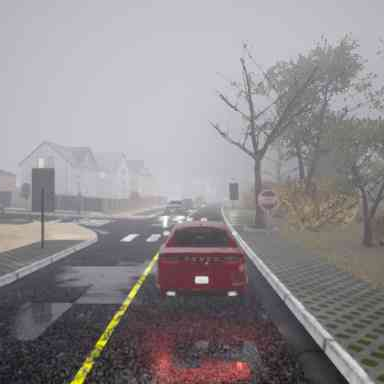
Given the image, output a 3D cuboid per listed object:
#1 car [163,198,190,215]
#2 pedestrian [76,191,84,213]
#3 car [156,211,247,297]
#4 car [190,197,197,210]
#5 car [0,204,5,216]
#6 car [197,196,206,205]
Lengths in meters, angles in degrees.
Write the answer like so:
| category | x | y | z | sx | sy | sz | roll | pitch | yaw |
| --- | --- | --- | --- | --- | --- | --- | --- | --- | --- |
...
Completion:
| category | x | y | z | sx | sy | sz | roll | pitch | yaw |
| --- | --- | --- | --- | --- | --- | --- | --- | --- | --- |
| car | -1.624 | 1.577 | 34.303 | 1.812 | 1.442 | 4.674 | 0 | 0 | 6 |
| pedestrian | -9.131 | 0.796 | 26.904 | 0.375 | 1.860 | 0.375 | 0 | -3 | 1 |
| car | 0.223 | 1.482 | 8.647 | 1.882 | 1.535 | 5.008 | 0 | 0 | 1 |
| car | -0.726 | 1.579 | 44.901 | 1.882 | 1.535 | 5.008 | 0 | 0 | 4 |
| car | -14.548 | 0.838 | 21.160 | 5.008 | 1.535 | 1.882 | 3 | 0 | 1 |
| car | 1.501 | 1.599 | 64.451 | 2.097 | 1.767 | 4.553 | 0 | 0 | 8 |
